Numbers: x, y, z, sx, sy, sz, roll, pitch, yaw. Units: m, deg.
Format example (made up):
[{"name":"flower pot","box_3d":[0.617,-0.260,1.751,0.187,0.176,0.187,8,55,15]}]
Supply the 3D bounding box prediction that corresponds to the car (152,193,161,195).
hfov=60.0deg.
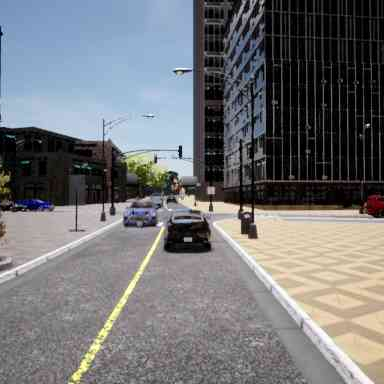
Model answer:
[{"name":"car","box_3d":[-6.382,1.237,60.261,2.150,2.045,5.566,0,0,-5]}]

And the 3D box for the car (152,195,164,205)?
[{"name":"car","box_3d":[-5.395,1.560,50.130,2.033,1.411,5.357,0,0,-6]}]

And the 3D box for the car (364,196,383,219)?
[{"name":"car","box_3d":[15.779,1.188,25.178,5.009,1.841,2.192,0,-1,18]}]

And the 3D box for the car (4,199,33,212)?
[{"name":"car","box_3d":[-20.534,1.568,37.114,4.313,1.339,1.947,0,-1,18]}]

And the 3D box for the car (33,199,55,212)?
[{"name":"car","box_3d":[-18.401,1.564,39.016,4.674,1.442,1.812,0,-1,18]}]

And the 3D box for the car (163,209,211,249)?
[{"name":"car","box_3d":[-0.217,1.510,14.679,1.837,1.490,4.892,0,0,-2]}]

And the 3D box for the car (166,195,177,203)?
[{"name":"car","box_3d":[-4.294,1.374,69.470,2.097,1.767,4.553,0,0,-5]}]

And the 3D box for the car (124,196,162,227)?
[{"name":"car","box_3d":[-3.380,1.357,22.834,2.097,1.767,4.553,0,0,-3]}]
